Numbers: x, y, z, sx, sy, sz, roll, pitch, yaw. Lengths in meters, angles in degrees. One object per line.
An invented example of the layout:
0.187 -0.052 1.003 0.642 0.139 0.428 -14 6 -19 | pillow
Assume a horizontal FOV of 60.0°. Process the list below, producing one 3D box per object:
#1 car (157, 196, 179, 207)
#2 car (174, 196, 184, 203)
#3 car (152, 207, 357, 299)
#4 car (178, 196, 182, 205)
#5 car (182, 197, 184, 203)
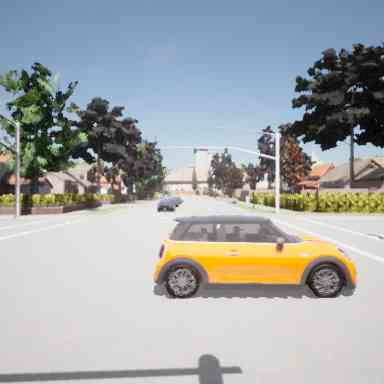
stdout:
-2.977 1.533 39.304 2.033 1.411 5.357 0 0 0 | car
-2.757 1.570 70.891 1.895 1.301 4.718 0 0 0 | car
1.395 1.348 7.937 4.553 1.767 2.097 0 0 -1 | car
-2.929 1.530 49.836 2.033 1.411 5.357 0 0 0 | car
-2.855 1.526 59.905 2.033 1.411 5.357 0 0 1 | car
